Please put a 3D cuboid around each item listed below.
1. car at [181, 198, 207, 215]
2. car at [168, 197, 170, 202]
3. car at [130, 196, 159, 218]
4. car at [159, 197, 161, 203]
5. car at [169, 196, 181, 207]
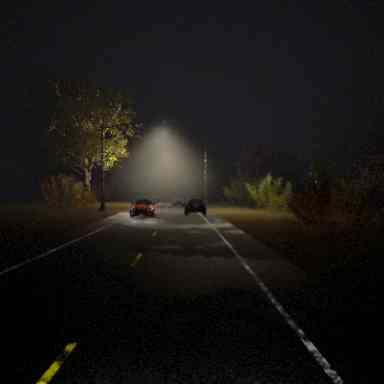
[{"bbox_3d":[0.279,1.390,34.091,2.097,1.767,4.553,0,0,-3],"label":"car"},{"bbox_3d":[-3.824,1.495,69.176,1.994,1.385,4.181,0,0,-7],"label":"car"},{"bbox_3d":[-4.387,1.394,30.408,2.097,1.767,4.553,0,0,-3],"label":"car"},{"bbox_3d":[-7.534,1.596,70.630,1.895,1.301,4.718,0,0,-6],"label":"car"},{"bbox_3d":[-2.210,1.631,52.740,1.895,1.301,4.718,0,0,-5],"label":"car"}]
